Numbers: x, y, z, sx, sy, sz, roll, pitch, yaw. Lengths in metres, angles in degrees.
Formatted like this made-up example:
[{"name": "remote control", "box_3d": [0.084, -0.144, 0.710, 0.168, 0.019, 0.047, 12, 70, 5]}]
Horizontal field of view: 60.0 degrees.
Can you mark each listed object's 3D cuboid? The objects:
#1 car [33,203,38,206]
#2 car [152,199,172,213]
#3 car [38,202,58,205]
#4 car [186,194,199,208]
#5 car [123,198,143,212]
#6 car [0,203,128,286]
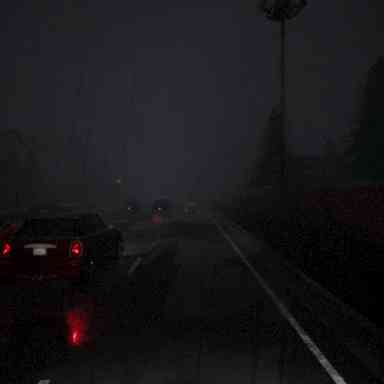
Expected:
[{"name": "car", "box_3d": [-6.898, 1.352, 10.175, 2.097, 1.767, 4.553, 0, 0, 0]}, {"name": "car", "box_3d": [-3.393, 1.505, 37.291, 1.837, 1.490, 4.892, 0, 0, 0]}, {"name": "car", "box_3d": [-10.396, 1.492, 24.414, 2.128, 1.511, 4.902, 0, 0, 0]}, {"name": "car", "box_3d": [0.012, 1.522, 47.825, 1.801, 1.575, 5.366, 0, 0, 0]}, {"name": "car", "box_3d": [-6.893, 1.505, 38.669, 1.837, 1.490, 4.892, 0, 0, 0]}, {"name": "car", "box_3d": [-3.398, 1.352, 9.557, 2.097, 1.767, 4.553, 0, 0, 0]}]
